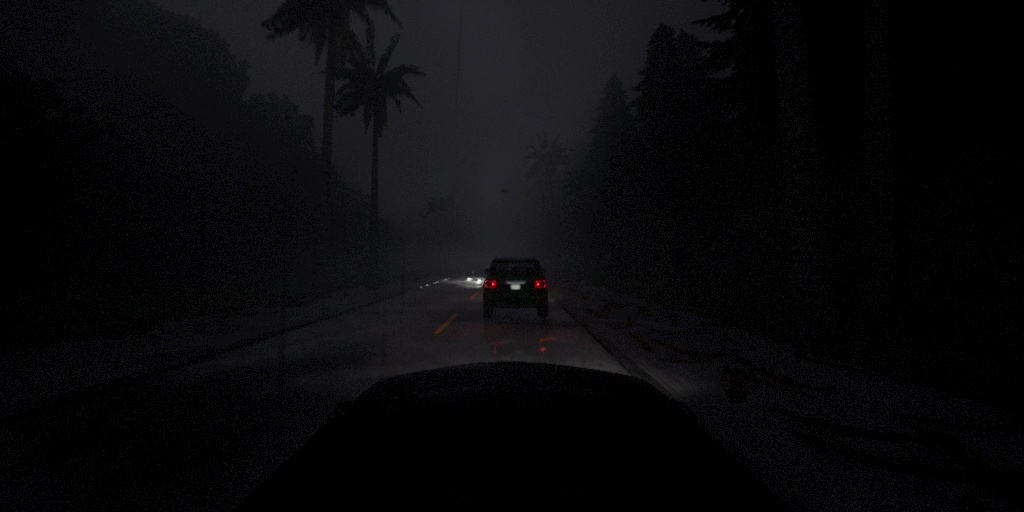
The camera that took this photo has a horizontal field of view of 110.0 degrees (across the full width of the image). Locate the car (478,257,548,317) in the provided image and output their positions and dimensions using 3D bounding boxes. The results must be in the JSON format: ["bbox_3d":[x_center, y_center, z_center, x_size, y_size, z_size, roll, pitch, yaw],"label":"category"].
[{"bbox_3d":[0.113,1.058,13.731,2.150,2.045,5.566,0,0,0],"label":"car"}]

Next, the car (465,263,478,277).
[{"bbox_3d":[-4.095,1.514,40.088,2.128,1.511,4.902,0,-1,0],"label":"car"}]
